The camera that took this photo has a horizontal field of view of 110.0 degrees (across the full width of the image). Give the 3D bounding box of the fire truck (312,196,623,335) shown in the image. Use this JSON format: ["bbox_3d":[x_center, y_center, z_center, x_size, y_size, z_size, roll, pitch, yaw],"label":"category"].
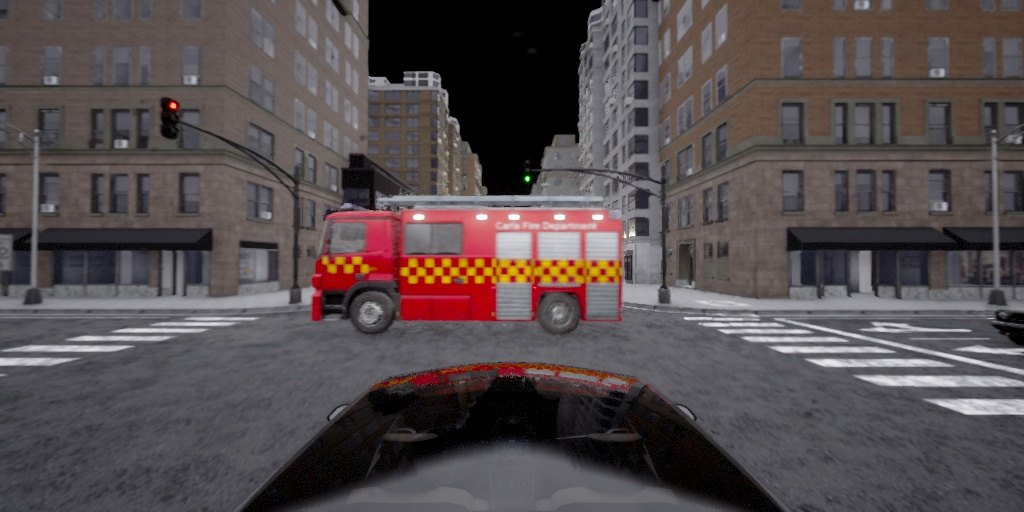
[{"bbox_3d":[-1.170,0.227,10.883,8.468,3.827,2.891,0,-1,0],"label":"fire truck"}]

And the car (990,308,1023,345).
[{"bbox_3d":[13.647,1.458,7.689,4.718,1.301,1.895,0,-1,0],"label":"car"}]
